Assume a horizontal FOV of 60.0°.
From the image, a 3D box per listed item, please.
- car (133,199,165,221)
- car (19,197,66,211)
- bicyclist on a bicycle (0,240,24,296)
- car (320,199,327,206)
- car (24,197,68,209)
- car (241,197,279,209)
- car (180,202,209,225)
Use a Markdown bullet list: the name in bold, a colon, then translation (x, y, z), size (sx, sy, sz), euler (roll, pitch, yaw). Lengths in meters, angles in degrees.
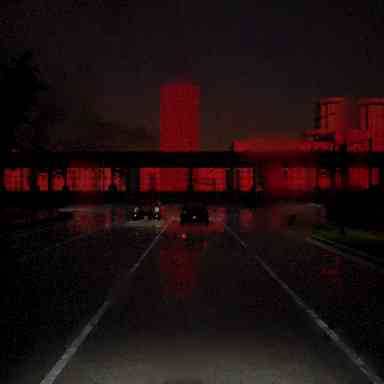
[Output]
- **car**: translation (-3.445, 1.357, 27.256), size (2.097, 1.767, 4.553), euler (0, 0, 1)
- **car**: translation (-18.583, 1.600, 41.046), size (4.718, 1.301, 1.895), euler (0, 0, 2)
- **bicyclist on a bicycle**: translation (-4.443, 1.454, 7.159), size (1.656, 1.620, 0.582), euler (-2, 0, 0)
- **car**: translation (22.094, 1.387, 50.527), size (4.892, 1.490, 1.837), euler (-1, 0, 2)
- **car**: translation (-19.517, 1.477, 44.577), size (5.008, 1.535, 1.882), euler (0, 0, 2)
- **car**: translation (8.886, 1.473, 43.723), size (4.892, 1.490, 1.837), euler (0, 0, 2)
- **car**: translation (0.169, 1.478, 23.803), size (1.882, 1.535, 5.008), euler (0, 0, 0)
